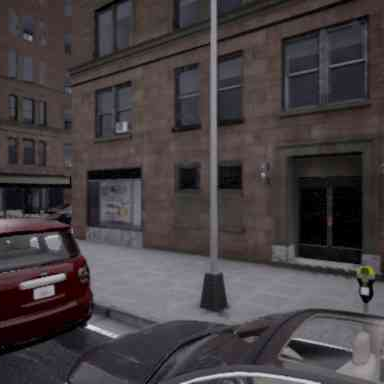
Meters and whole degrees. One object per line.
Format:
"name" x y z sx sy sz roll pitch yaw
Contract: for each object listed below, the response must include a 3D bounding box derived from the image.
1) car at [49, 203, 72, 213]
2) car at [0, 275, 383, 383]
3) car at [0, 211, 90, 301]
"car" -7.051 1.478 21.451 1.837 1.490 4.892 0 0 33
"car" 0.862 1.551 2.195 4.403 1.369 2.008 0 0 36
"car" -3.764 1.320 5.495 5.009 1.841 2.192 0 0 36
